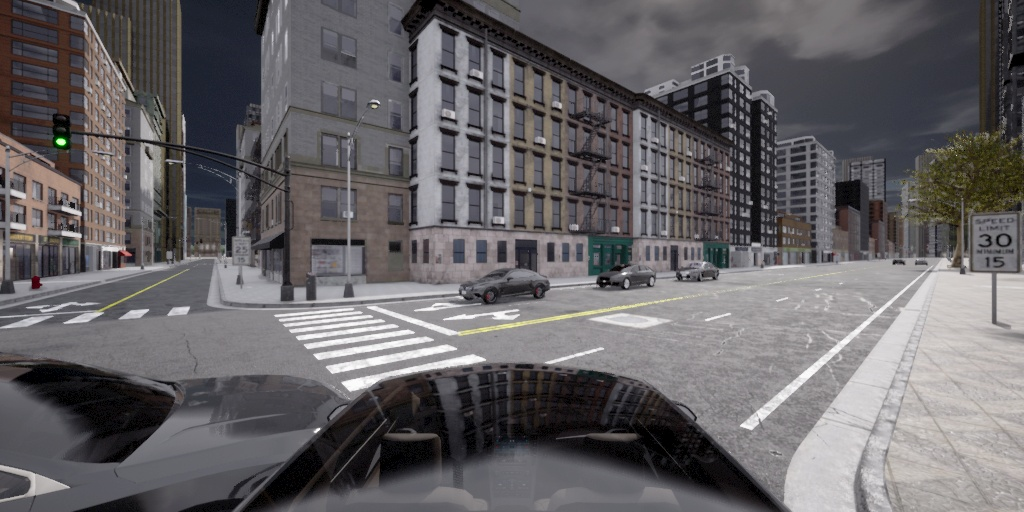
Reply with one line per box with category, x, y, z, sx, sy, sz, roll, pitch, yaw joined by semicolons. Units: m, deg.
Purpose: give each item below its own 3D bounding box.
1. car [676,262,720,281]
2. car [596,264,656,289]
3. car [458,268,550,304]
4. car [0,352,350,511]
car;15.311;1.228;29.507;4.902;1.511;2.128;0;0;-40
car;7.379;1.253;22.941;4.892;1.490;1.837;0;0;-40
car;-0.237;1.283;16.625;4.674;1.442;1.812;0;0;-40
car;-3.242;1.257;1.617;4.892;1.490;1.837;0;0;-35
